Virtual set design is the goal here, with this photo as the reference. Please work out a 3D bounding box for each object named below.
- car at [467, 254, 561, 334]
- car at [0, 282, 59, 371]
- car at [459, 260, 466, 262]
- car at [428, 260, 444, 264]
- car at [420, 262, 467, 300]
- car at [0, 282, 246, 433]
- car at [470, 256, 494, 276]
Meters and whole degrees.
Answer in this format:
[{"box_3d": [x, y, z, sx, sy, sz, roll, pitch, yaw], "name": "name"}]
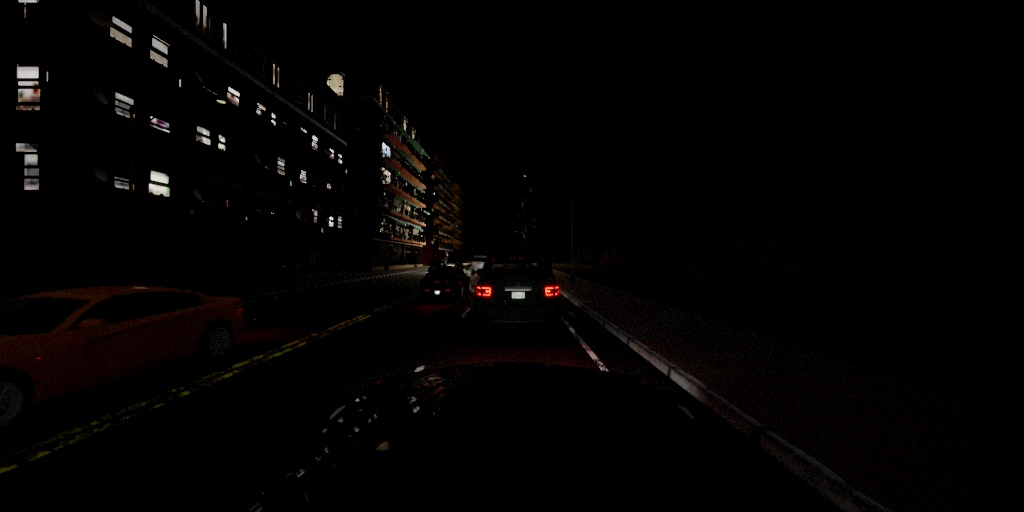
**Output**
[{"box_3d": [0.102, 0.973, 10.721, 2.150, 2.045, 5.566, 0, 0, -1], "name": "car"}, {"box_3d": [-9.853, 1.255, 4.632, 1.837, 1.490, 4.892, 0, 0, 0], "name": "car"}, {"box_3d": [-6.599, 1.301, 48.144, 2.033, 1.411, 5.357, 0, 0, 0], "name": "car"}, {"box_3d": [-9.847, 1.258, 47.201, 1.837, 1.490, 4.892, 0, 0, 0], "name": "car"}, {"box_3d": [-3.150, 1.259, 17.577, 1.837, 1.490, 4.892, 0, 0, 0], "name": "car"}, {"box_3d": [-6.601, 1.228, 5.513, 1.882, 1.535, 5.008, 0, 0, 0], "name": "car"}, {"box_3d": [-3.147, 0.977, 38.826, 2.150, 2.045, 5.566, 0, 0, 0], "name": "car"}]
